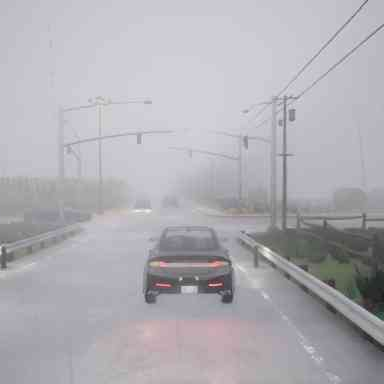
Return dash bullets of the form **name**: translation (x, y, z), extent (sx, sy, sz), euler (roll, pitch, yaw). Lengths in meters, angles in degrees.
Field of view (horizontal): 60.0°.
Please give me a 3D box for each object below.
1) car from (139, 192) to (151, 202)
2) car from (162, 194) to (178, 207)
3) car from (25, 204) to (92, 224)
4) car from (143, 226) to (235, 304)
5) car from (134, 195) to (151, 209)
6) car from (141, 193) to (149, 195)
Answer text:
- **car**: translation (-8.641, 0.923, 61.534), extent (2.097, 1.767, 4.553), euler (0, 1, -7)
- **car**: translation (-3.166, 1.172, 47.632), extent (2.097, 1.767, 4.553), euler (0, 1, -7)
- **car**: translation (-10.191, 1.692, 25.475), extent (5.008, 1.535, 1.882), euler (0, 1, 4)
- **car**: translation (-0.091, 1.612, 8.420), extent (2.128, 1.511, 4.902), euler (0, -2, -1)
- **car**: translation (-6.324, 1.468, 42.897), extent (1.994, 1.385, 4.181), euler (0, 1, -7)
- **car**: translation (-7.389, 1.276, 51.495), extent (1.812, 1.442, 4.674), euler (0, 1, -7)
